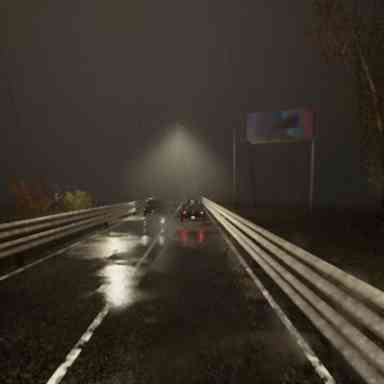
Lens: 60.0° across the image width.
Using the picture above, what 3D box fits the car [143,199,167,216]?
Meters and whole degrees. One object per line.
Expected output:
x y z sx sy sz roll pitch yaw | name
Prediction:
-3.372 1.408 30.953 1.837 1.490 4.892 0 0 0 | car

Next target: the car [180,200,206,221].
0.069 1.519 25.981 1.895 1.301 4.718 0 0 0 | car

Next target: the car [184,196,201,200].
0.049 1.221 41.406 2.097 1.767 4.553 0 0 0 | car
